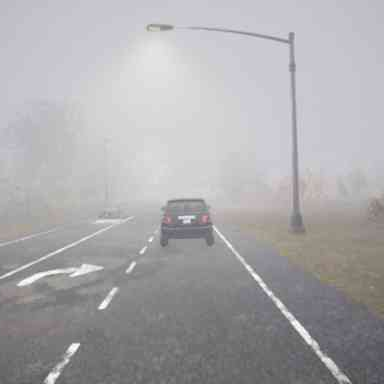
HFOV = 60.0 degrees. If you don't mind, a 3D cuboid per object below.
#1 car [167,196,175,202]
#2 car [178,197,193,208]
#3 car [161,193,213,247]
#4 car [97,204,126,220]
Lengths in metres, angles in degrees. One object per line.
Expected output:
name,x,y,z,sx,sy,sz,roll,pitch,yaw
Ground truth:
car,-5.207,1.712,83.129,1.895,1.301,4.718,-2,0,-1
car,-1.007,1.586,50.685,2.033,1.411,5.357,-2,0,-1
car,-0.257,1.243,15.563,2.150,2.045,5.566,-2,0,-1
car,-7.517,1.794,31.301,1.994,1.385,4.181,-2,0,0
